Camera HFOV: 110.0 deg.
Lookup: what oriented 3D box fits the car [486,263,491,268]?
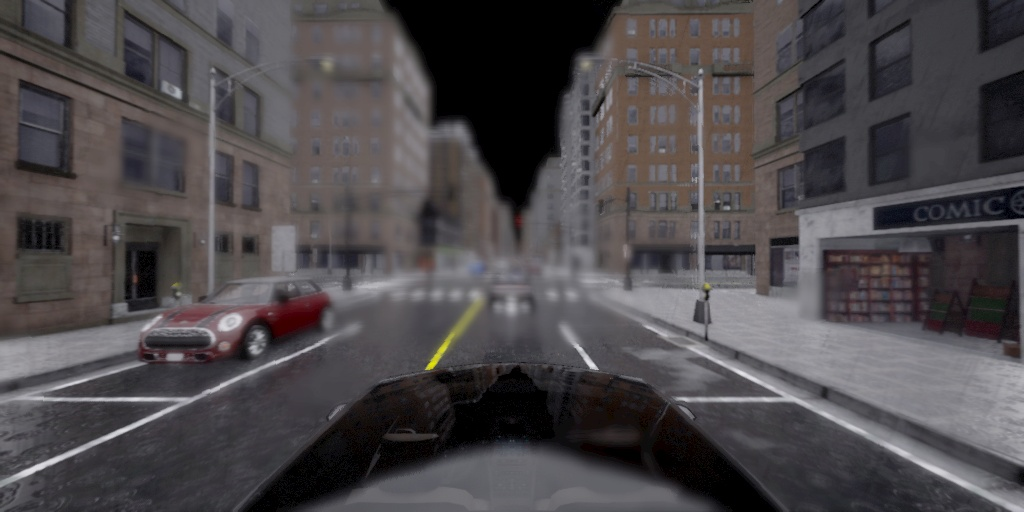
[{"bbox_3d":[-5.103,1.649,57.637,2.192,1.841,5.009,0,0,1],"label":"car"}]

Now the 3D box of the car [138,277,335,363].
[{"bbox_3d":[-5.863,1.255,8.232,1.967,1.591,4.097,0,0,0],"label":"car"}]

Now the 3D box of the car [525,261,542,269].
[{"bbox_3d":[3.304,1.711,51.940,1.967,1.591,4.097,0,0,1],"label":"car"}]

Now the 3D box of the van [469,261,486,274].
[{"bbox_3d":[-5.220,1.614,52.115,1.690,1.789,3.998,0,0,1],"label":"van"}]

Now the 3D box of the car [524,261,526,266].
[{"bbox_3d":[3.421,1.898,57.464,1.948,1.339,4.313,0,0,1],"label":"car"}]

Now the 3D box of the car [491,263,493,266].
[{"bbox_3d":[-4.987,1.961,63.160,1.948,1.339,4.313,0,0,1],"label":"car"}]

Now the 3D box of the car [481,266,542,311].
[{"bbox_3d":[0.008,1.379,15.360,2.128,1.511,4.902,0,0,0],"label":"car"}]
